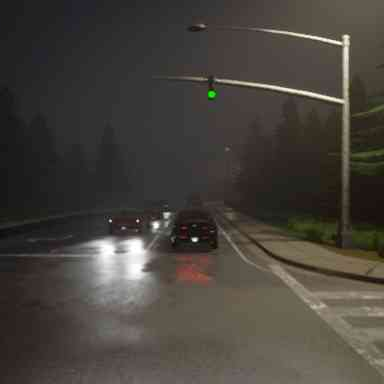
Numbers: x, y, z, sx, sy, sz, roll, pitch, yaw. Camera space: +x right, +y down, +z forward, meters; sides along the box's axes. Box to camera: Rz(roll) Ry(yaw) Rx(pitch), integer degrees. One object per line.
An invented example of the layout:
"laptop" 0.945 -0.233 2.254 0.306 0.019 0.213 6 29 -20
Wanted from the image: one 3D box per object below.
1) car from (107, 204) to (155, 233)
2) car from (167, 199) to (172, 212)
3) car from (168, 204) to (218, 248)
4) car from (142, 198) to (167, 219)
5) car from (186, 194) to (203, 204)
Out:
"car" -3.591 1.604 19.737 1.895 1.301 4.718 0 0 0
"car" -3.449 1.517 39.040 1.837 1.490 4.892 0 0 1
"car" 0.104 1.501 14.688 1.837 1.490 4.892 0 0 0
"car" -3.565 1.485 29.019 1.882 1.535 5.008 0 0 0
"car" 0.309 1.235 47.682 2.150 2.045 5.566 0 0 2
